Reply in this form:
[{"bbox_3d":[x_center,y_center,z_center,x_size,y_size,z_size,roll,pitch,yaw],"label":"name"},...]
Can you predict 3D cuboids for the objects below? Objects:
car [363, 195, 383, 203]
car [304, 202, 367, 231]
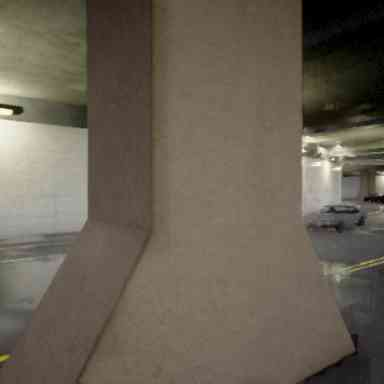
[{"bbox_3d":[30.397,1.164,55.780,1.994,1.385,4.181,0,0,6],"label":"car"},{"bbox_3d":[8.552,1.462,19.682,4.718,1.301,1.895,0,0,-43],"label":"car"}]
